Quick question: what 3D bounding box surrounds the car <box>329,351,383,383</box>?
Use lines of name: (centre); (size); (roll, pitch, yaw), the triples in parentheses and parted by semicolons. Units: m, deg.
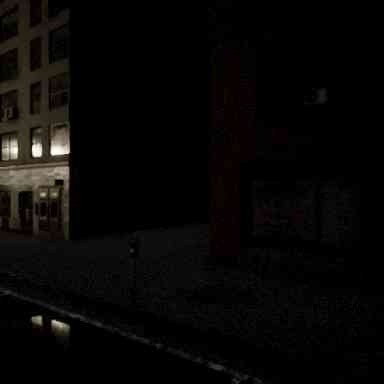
car: (2.496, 1.445, 1.301); (4.097, 1.590, 1.967); (0, 0, 35)
